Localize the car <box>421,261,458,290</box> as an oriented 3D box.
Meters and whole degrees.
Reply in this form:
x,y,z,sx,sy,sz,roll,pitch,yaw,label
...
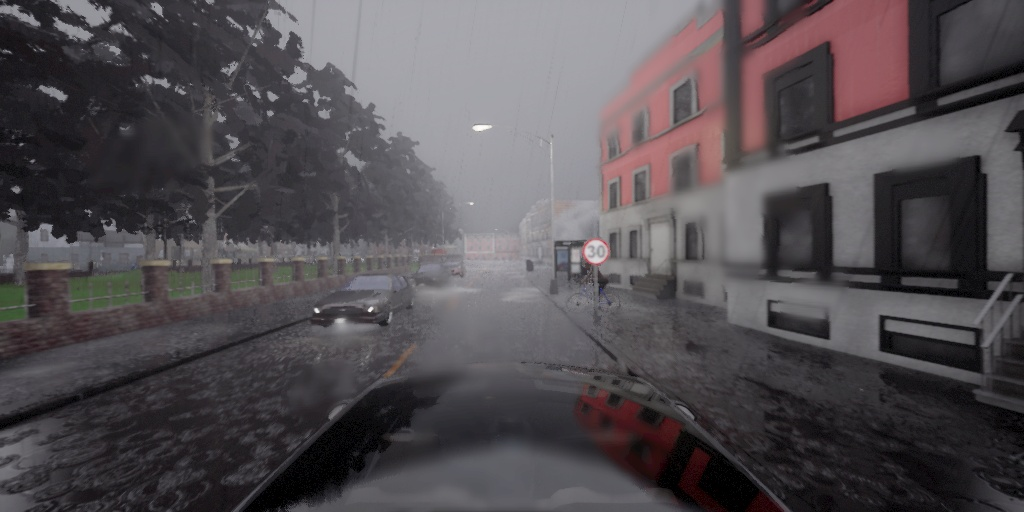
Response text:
x,y,z,sx,sy,sz,roll,pitch,yaw,label
-4.784,1.189,21.818,2.033,1.411,5.357,-1,1,-2,car

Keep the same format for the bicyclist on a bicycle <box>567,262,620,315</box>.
x,y,z,sx,sy,sz,roll,pitch,yaw,label
2.475,0.984,10.888,1.656,1.620,0.582,-1,1,-2,bicyclist on a bicycle

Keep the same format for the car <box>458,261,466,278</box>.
x,y,z,sx,sy,sz,roll,pitch,yaw,label
-5.095,1.128,31.111,1.994,1.385,4.181,-1,1,-2,car

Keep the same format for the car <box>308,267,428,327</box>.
x,y,z,sx,sy,sz,roll,pitch,yaw,label
-4.421,1.272,11.757,2.033,1.411,5.357,-1,0,-2,car
